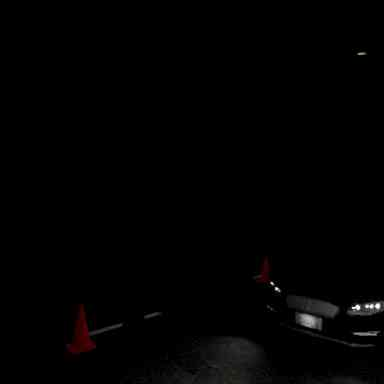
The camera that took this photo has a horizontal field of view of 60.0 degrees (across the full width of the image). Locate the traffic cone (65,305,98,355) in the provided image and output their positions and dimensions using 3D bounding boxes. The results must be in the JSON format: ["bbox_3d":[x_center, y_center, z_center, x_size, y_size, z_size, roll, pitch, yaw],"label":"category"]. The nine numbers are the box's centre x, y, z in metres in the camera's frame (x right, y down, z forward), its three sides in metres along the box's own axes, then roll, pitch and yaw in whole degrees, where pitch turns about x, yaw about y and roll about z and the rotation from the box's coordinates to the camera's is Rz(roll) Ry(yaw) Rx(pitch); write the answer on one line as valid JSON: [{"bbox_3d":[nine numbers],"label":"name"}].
[{"bbox_3d":[-1.538,1.869,4.638,0.340,0.580,0.340,0,1,-40],"label":"traffic cone"}]

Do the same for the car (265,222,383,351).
[{"bbox_3d":[3.137,1.403,6.298,2.128,1.511,4.902,2,2,40],"label":"car"}]

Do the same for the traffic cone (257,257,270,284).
[{"bbox_3d":[1.750,1.820,7.856,0.340,0.580,0.340,2,2,41],"label":"traffic cone"}]
